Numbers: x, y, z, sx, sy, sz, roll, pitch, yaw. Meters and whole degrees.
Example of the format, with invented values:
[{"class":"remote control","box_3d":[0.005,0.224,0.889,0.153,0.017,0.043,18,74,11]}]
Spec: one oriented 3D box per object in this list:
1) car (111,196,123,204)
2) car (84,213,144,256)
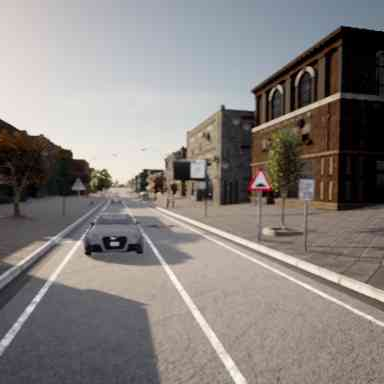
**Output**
[{"class":"car","box_3d":[-13.561,1.415,59.622,2.128,1.511,4.902,1,0,-13]},{"class":"car","box_3d":[-2.979,1.512,12.829,1.994,1.385,4.181,1,0,-13]}]
